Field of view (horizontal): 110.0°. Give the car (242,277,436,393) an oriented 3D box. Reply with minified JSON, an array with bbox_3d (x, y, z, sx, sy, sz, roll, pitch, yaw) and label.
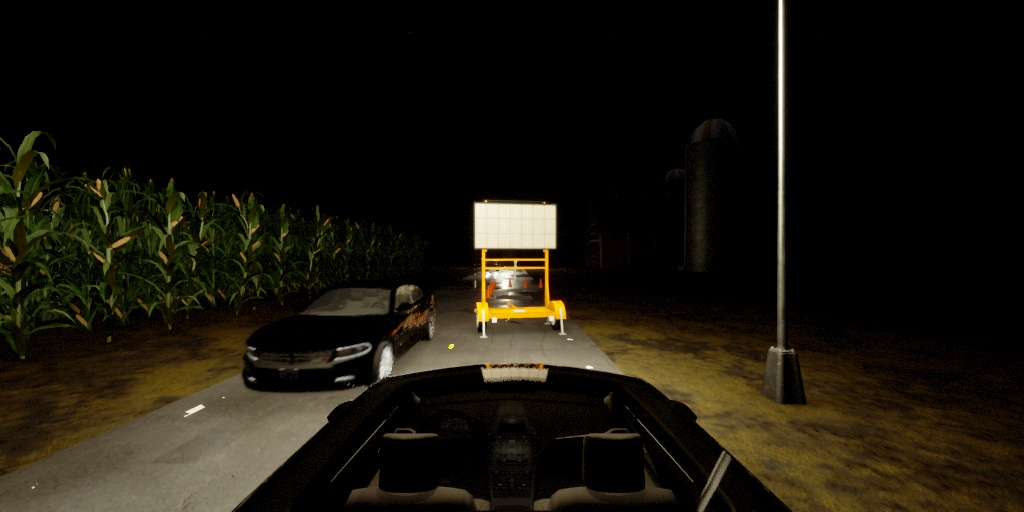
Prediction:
[{"bbox_3d":[-2.834,1.229,7.061,1.882,1.535,5.008,0,0,0],"label":"car"}]

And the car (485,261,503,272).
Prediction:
[{"bbox_3d":[-2.760,1.435,50.131,2.128,1.511,4.902,0,0,0],"label":"car"}]

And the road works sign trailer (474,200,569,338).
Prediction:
[{"bbox_3d":[0.076,0.219,10.317,2.380,3.560,2.880,0,0,-9],"label":"road works sign trailer"}]
